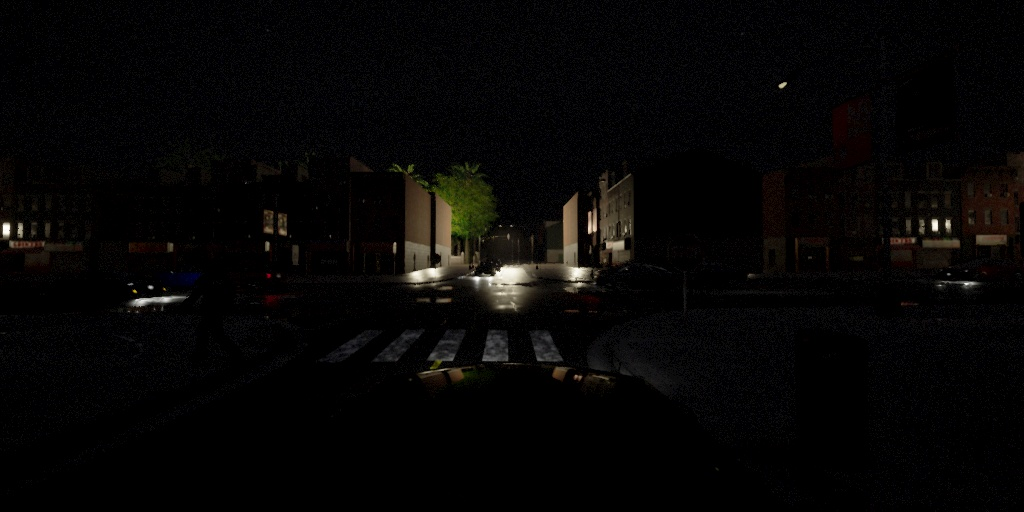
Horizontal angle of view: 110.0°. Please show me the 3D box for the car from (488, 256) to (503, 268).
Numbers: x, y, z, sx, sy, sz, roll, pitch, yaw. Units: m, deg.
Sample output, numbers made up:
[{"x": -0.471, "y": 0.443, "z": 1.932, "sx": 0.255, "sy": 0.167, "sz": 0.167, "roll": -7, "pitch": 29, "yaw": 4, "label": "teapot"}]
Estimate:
[{"x": -2.577, "y": 1.075, "z": 46.515, "sx": 2.097, "sy": 1.767, "sz": 4.553, "roll": 0, "pitch": 0, "yaw": 0, "label": "car"}]

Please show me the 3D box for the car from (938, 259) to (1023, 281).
[{"x": 32.264, "y": 0.946, "z": 24.601, "sx": 4.674, "sy": 1.442, "sz": 1.812, "roll": -1, "pitch": -1, "yaw": -1, "label": "car"}]

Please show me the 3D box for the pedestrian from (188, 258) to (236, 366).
[{"x": -5.079, "y": 0.891, "z": 6.094, "sx": 0.375, "sy": 1.860, "sz": 0.375, "roll": 1, "pitch": -1, "yaw": 0, "label": "pedestrian"}]

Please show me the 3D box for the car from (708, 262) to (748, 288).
[{"x": 11.157, "y": 1.122, "z": 21.160, "sx": 4.902, "sy": 1.511, "sz": 2.128, "roll": -1, "pitch": -1, "yaw": -1, "label": "car"}]

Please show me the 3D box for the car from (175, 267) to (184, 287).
[{"x": -21.346, "y": 1.402, "z": 24.096, "sx": 5.008, "sy": 1.535, "sz": 1.882, "roll": 0, "pitch": -1, "yaw": -1, "label": "car"}]

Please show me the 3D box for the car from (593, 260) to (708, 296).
[{"x": 6.505, "y": 1.104, "z": 17.667, "sx": 4.902, "sy": 1.511, "sz": 2.128, "roll": -1, "pitch": -1, "yaw": -1, "label": "car"}]

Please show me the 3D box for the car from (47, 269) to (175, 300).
[{"x": -19.562, "y": 1.341, "z": 17.413, "sx": 4.181, "sy": 1.385, "sz": 1.994, "roll": 0, "pitch": -1, "yaw": -1, "label": "car"}]

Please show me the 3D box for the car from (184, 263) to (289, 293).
[{"x": -15.718, "y": 1.207, "z": 20.902, "sx": 4.553, "sy": 1.767, "sz": 2.097, "roll": 0, "pitch": -1, "yaw": -1, "label": "car"}]

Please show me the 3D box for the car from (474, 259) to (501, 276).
[{"x": -2.621, "y": 1.279, "z": 36.398, "sx": 2.033, "sy": 1.411, "sz": 5.357, "roll": 0, "pitch": 0, "yaw": 2, "label": "car"}]

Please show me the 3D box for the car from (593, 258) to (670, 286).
[{"x": 8.023, "y": 1.096, "z": 24.466, "sx": 4.553, "sy": 1.767, "sz": 2.097, "roll": -1, "pitch": -1, "yaw": 1, "label": "car"}]
